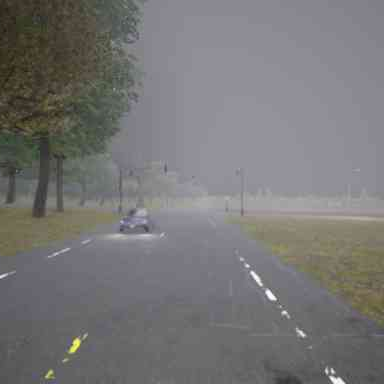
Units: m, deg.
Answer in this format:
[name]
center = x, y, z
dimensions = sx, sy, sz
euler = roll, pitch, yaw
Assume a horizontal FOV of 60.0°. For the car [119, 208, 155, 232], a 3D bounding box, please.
[car]
center = -3.569, 1.829, 22.288
dimensions = 1.812, 1.442, 4.674
euler = 0, -1, 0
